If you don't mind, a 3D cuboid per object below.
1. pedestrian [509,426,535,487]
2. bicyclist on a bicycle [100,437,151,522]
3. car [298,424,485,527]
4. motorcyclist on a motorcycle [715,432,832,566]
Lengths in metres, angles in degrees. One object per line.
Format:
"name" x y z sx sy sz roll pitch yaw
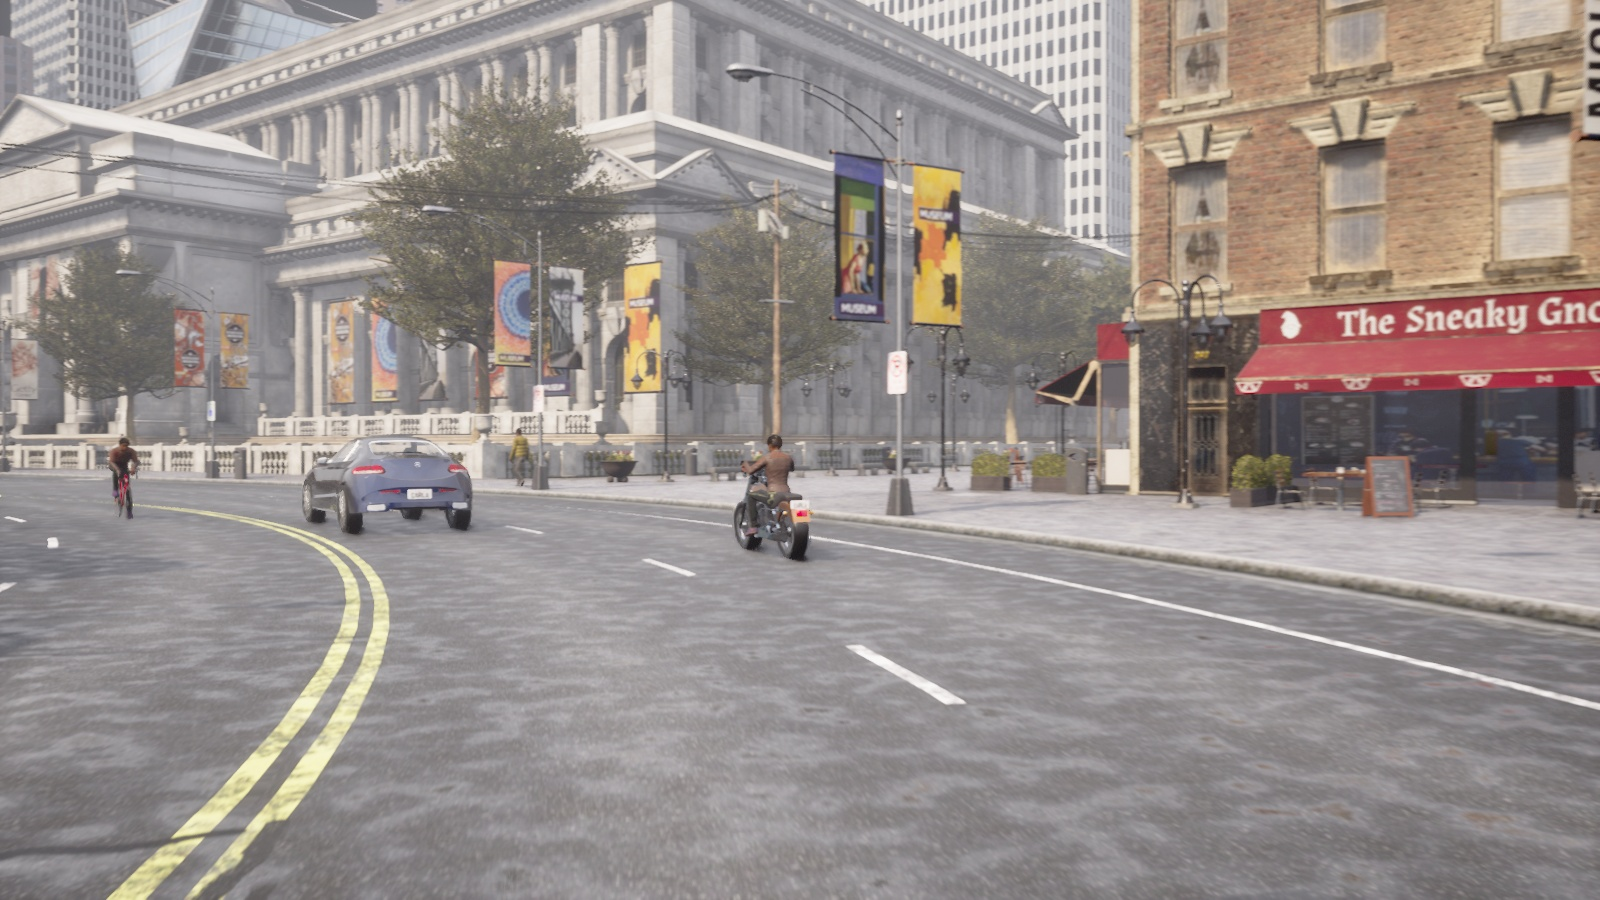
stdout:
"pedestrian" -8.438 0.190 38.140 0.709 1.840 0.431 0 0 40
"bicyclist on a bicycle" -13.390 0.562 24.925 0.582 1.620 1.656 -1 1 -39
"car" -7.541 0.398 22.828 2.152 1.651 5.027 0 0 -31
"motorcyclist on a motorcycle" -0.398 0.602 16.741 0.766 1.649 2.350 0 0 -22
